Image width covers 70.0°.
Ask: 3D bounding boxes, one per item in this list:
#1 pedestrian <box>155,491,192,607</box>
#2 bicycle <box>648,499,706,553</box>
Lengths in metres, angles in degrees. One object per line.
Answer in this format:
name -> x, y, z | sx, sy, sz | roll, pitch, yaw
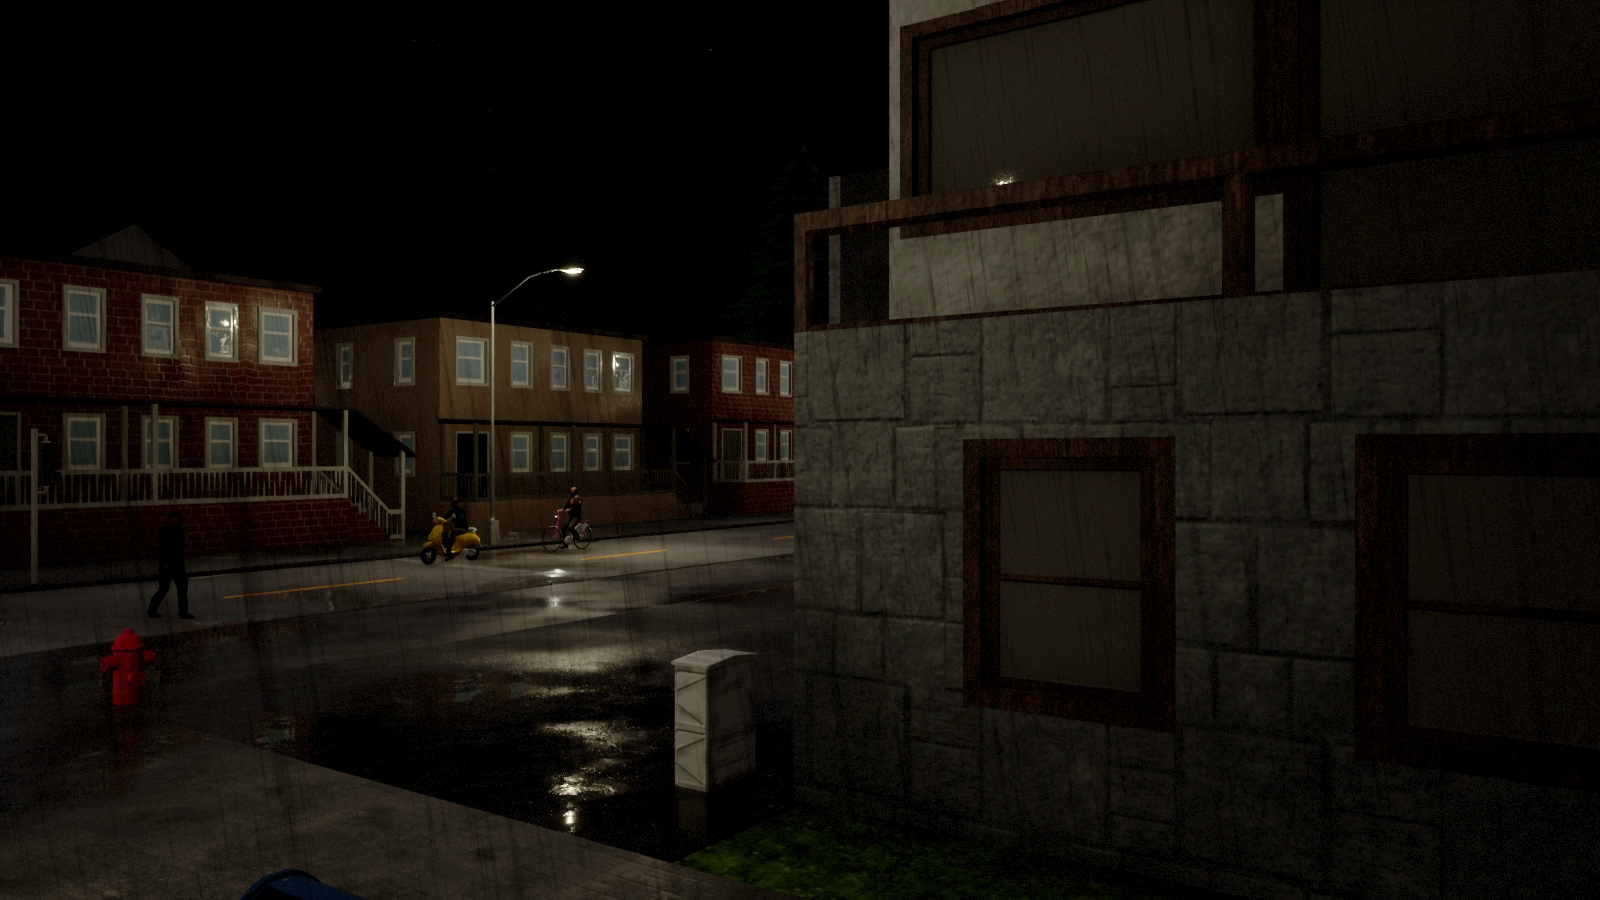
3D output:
pedestrian -> -10.288, 1.620, 18.772 | 0.375, 1.860, 0.375 | 0, 0, 18
bicycle -> -3.119, 1.932, 29.174 | 0.329, 1.271, 1.835 | 0, 0, 35
